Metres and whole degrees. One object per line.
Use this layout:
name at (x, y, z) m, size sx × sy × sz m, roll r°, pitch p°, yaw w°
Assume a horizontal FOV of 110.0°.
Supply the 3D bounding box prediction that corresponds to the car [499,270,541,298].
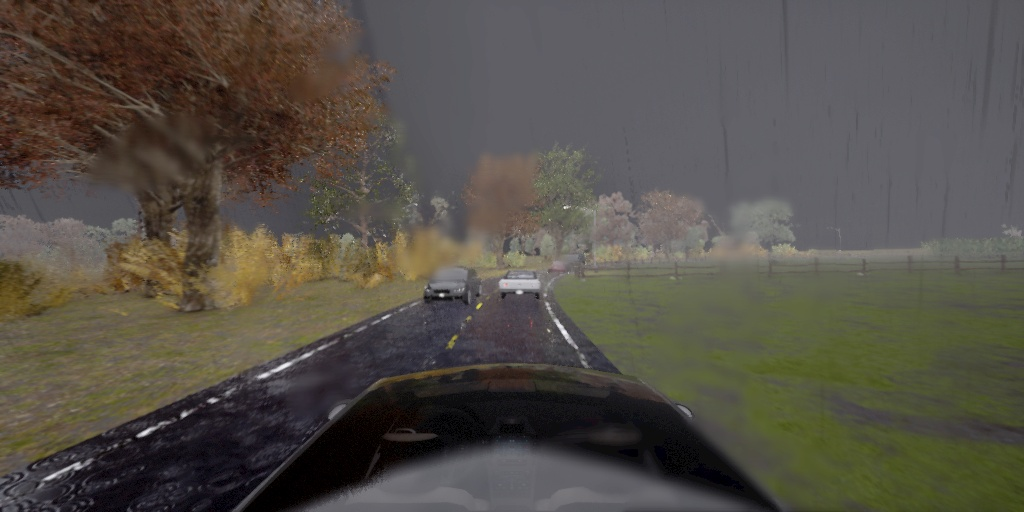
car at (0.533, 1.355, 18.423) m, size 1.895 × 1.301 × 4.718 m, roll 0°, pitch 0°, yaw 5°

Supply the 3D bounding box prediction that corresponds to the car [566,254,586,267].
car at (9.832, 0.742, 56.096) m, size 2.150 × 2.045 × 5.566 m, roll 0°, pitch 1°, yaw 31°

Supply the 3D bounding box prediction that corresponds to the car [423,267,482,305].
car at (-2.523, 1.257, 16.181) m, size 1.837 × 1.490 × 4.892 m, roll 0°, pitch 0°, yaw 4°

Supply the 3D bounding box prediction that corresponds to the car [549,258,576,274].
car at (5.540, 1.266, 40.322) m, size 1.994 × 1.385 × 4.181 m, roll 0°, pitch 1°, yaw 20°
